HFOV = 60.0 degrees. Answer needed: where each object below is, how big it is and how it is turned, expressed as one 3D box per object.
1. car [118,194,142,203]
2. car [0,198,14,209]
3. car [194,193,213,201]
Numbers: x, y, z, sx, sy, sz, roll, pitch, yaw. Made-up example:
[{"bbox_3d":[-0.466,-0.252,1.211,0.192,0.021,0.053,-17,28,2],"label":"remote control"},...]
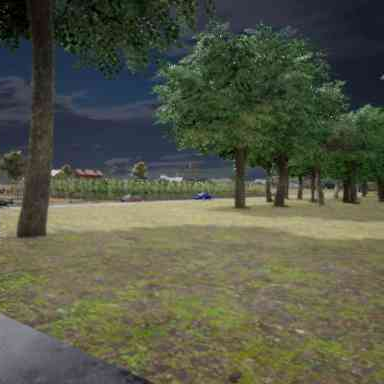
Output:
[{"bbox_3d":[-9.997,1.050,53.919,1.994,1.385,4.181,0,0,35],"label":"car"},{"bbox_3d":[-20.558,1.013,33.698,1.812,1.442,4.674,-1,0,34],"label":"car"},{"bbox_3d":[2.333,0.915,66.525,1.882,1.535,5.008,0,0,35],"label":"car"}]
